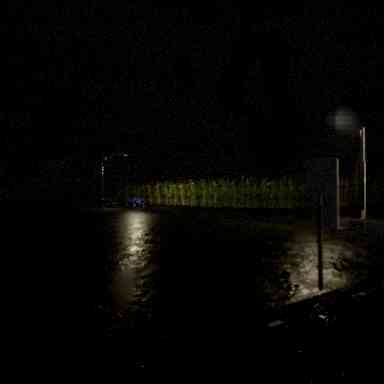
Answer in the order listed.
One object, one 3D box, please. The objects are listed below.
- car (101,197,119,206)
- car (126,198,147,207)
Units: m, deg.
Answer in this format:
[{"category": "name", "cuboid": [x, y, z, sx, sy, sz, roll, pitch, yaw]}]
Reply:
[{"category": "car", "cuboid": [-14.780, 1.628, 59.990, 1.837, 1.490, 4.892, -1, 0, -36]}, {"category": "car", "cuboid": [-8.703, 1.608, 51.794, 1.812, 1.442, 4.674, -1, 0, -36]}]
